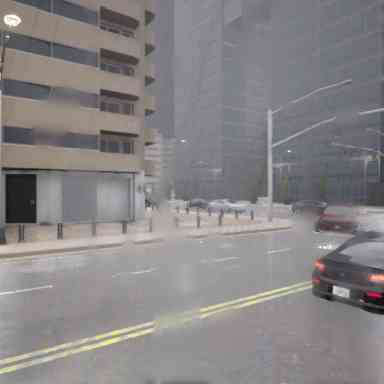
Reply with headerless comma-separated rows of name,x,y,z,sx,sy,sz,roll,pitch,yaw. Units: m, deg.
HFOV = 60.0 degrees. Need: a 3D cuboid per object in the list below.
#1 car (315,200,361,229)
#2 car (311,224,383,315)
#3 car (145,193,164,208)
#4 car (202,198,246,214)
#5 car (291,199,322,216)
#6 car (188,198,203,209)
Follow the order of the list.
car,8.450,1.467,18.999,1.882,1.535,5.008,2,1,26
car,4.409,1.526,6.961,4.674,1.442,1.812,0,0,-35
car,-6.234,1.166,47.957,2.150,2.045,5.566,0,0,-35
car,3.472,1.470,34.236,1.812,1.442,4.674,0,0,-36
car,11.212,1.453,29.574,1.837,1.490,4.892,0,0,-36
car,1.262,1.470,43.378,1.812,1.442,4.674,0,0,-35
